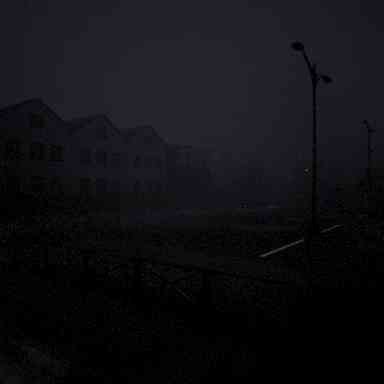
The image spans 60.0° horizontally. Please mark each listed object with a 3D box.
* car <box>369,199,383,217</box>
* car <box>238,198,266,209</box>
[{"bbox_3d":[15.523,1.298,26.745,2.007,1.523,4.514,0,0,35],"label":"car"},{"bbox_3d":[7.748,1.409,42.215,1.895,1.301,4.718,0,0,36],"label":"car"}]
